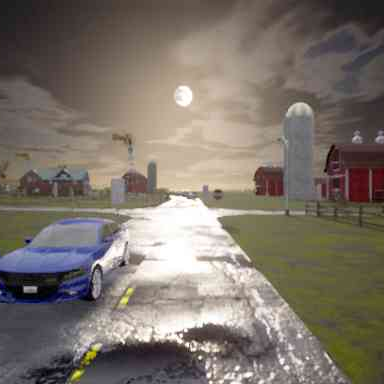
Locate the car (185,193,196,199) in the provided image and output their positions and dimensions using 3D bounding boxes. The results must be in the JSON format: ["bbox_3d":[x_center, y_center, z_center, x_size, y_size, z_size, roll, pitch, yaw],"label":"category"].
[{"bbox_3d":[-0.065,1.062,82.352,2.128,1.511,4.902,0,0,-2],"label":"car"}]

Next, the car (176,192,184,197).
[{"bbox_3d":[-3.004,0.676,86.449,1.994,1.385,4.181,0,0,-2],"label":"car"}]

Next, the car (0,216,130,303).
[{"bbox_3d":[-2.844,1.428,8.352,1.882,1.535,5.008,0,0,0],"label":"car"}]

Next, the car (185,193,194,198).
[{"bbox_3d":[-0.731,0.950,92.461,1.837,1.490,4.892,0,0,-6],"label":"car"}]
